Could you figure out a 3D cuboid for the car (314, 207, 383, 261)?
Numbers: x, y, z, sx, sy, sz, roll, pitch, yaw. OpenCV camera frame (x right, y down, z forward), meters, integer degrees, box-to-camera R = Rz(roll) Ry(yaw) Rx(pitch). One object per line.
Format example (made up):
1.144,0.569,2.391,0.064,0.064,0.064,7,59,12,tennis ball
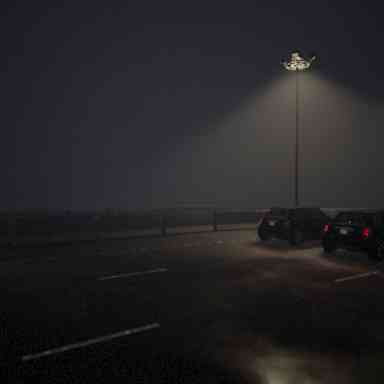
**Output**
7.201,1.466,12.891,4.553,1.767,2.097,1,0,-31,car

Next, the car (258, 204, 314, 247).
5.374,1.464,15.876,4.553,1.767,2.097,1,0,-31,car
